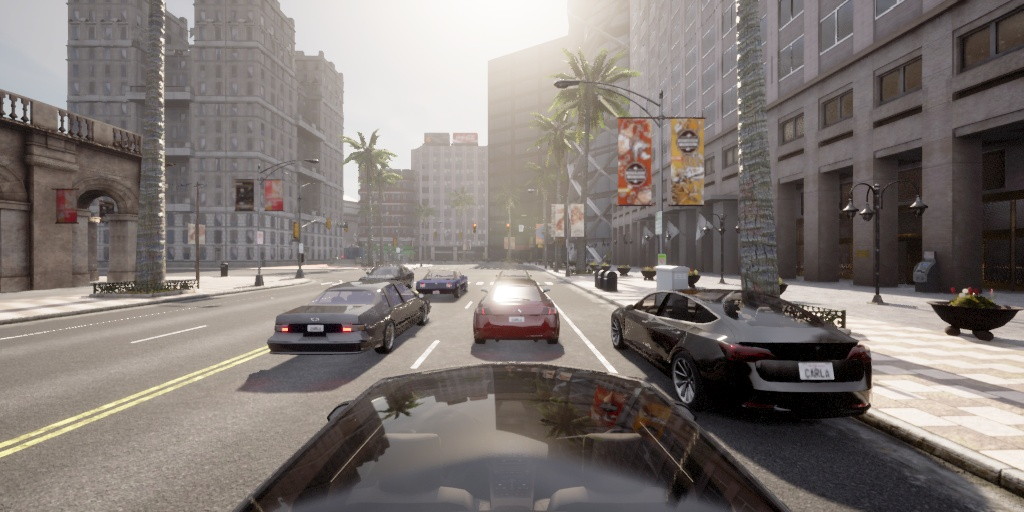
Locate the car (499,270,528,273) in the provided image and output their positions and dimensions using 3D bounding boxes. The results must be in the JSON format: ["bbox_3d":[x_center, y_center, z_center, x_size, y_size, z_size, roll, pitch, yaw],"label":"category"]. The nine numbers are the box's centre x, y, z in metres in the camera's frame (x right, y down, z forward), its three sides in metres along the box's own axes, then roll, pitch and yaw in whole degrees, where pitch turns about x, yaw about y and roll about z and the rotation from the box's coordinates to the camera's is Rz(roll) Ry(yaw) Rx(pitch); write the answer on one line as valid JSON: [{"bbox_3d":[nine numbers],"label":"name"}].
[{"bbox_3d":[0.090,1.351,18.418,1.895,1.301,4.718,0,0,0],"label":"car"}]

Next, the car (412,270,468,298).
[{"bbox_3d":[-3.410,1.351,18.374,1.895,1.301,4.718,0,0,0],"label":"car"}]

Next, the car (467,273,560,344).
[{"bbox_3d":[0.096,1.314,9.610,1.994,1.385,4.181,0,0,0],"label":"car"}]

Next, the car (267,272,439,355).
[{"bbox_3d":[-3.406,1.297,8.725,2.033,1.411,5.357,0,0,0],"label":"car"}]

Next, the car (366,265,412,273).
[{"bbox_3d":[-7.011,1.273,20.428,1.882,1.535,5.008,0,0,0],"label":"car"}]
